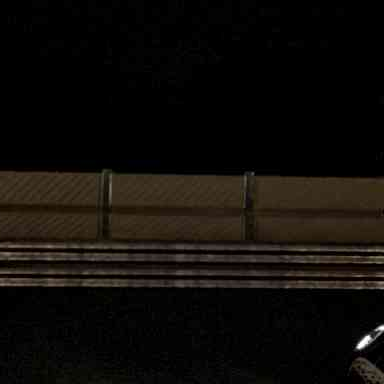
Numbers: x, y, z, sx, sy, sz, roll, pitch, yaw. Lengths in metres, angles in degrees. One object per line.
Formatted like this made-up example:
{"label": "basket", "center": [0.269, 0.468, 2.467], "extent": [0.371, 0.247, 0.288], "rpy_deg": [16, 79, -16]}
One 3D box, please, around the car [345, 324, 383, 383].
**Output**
{"label": "car", "center": [3.706, 1.481, 2.621], "extent": [4.553, 1.767, 2.097], "rpy_deg": [1, -1, -1]}
